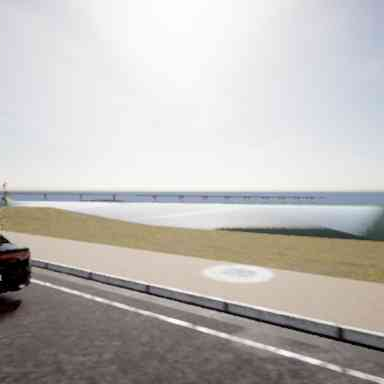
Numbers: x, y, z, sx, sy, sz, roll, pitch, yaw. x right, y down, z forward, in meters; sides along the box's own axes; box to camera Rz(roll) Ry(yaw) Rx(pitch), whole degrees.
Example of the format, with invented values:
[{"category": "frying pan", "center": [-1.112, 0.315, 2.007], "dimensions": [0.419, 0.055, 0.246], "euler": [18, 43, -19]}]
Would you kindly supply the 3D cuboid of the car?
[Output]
[{"category": "car", "center": [-5.715, 1.471, 7.736], "dimensions": [5.008, 1.535, 1.882], "euler": [0, 0, 36]}]
